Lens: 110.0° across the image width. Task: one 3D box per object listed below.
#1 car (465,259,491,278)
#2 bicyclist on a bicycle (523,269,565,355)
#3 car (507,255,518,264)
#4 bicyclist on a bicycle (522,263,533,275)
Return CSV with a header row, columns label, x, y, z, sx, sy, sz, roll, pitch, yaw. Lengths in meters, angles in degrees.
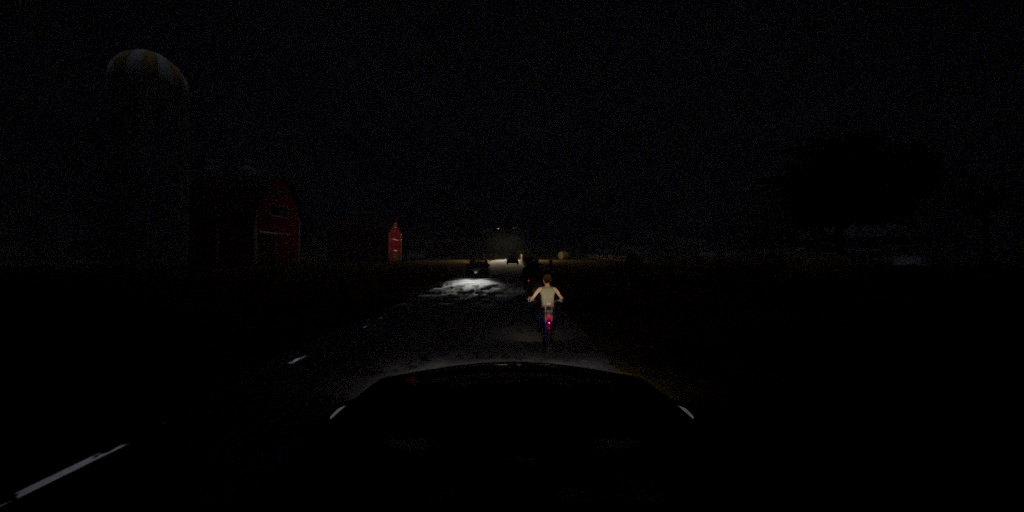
label,x,y,z,sx,sy,sz,roll,pitch,yaw
car,-2.850,1.003,30.716,2.128,1.511,4.902,0,1,0
bicyclist on a bicycle,0.741,1.176,7.701,0.866,1.612,1.509,0,0,0
car,0.097,0.659,62.139,1.994,1.385,4.181,0,1,0
bicyclist on a bicycle,0.756,1.137,16.661,0.582,1.620,1.656,0,0,0
